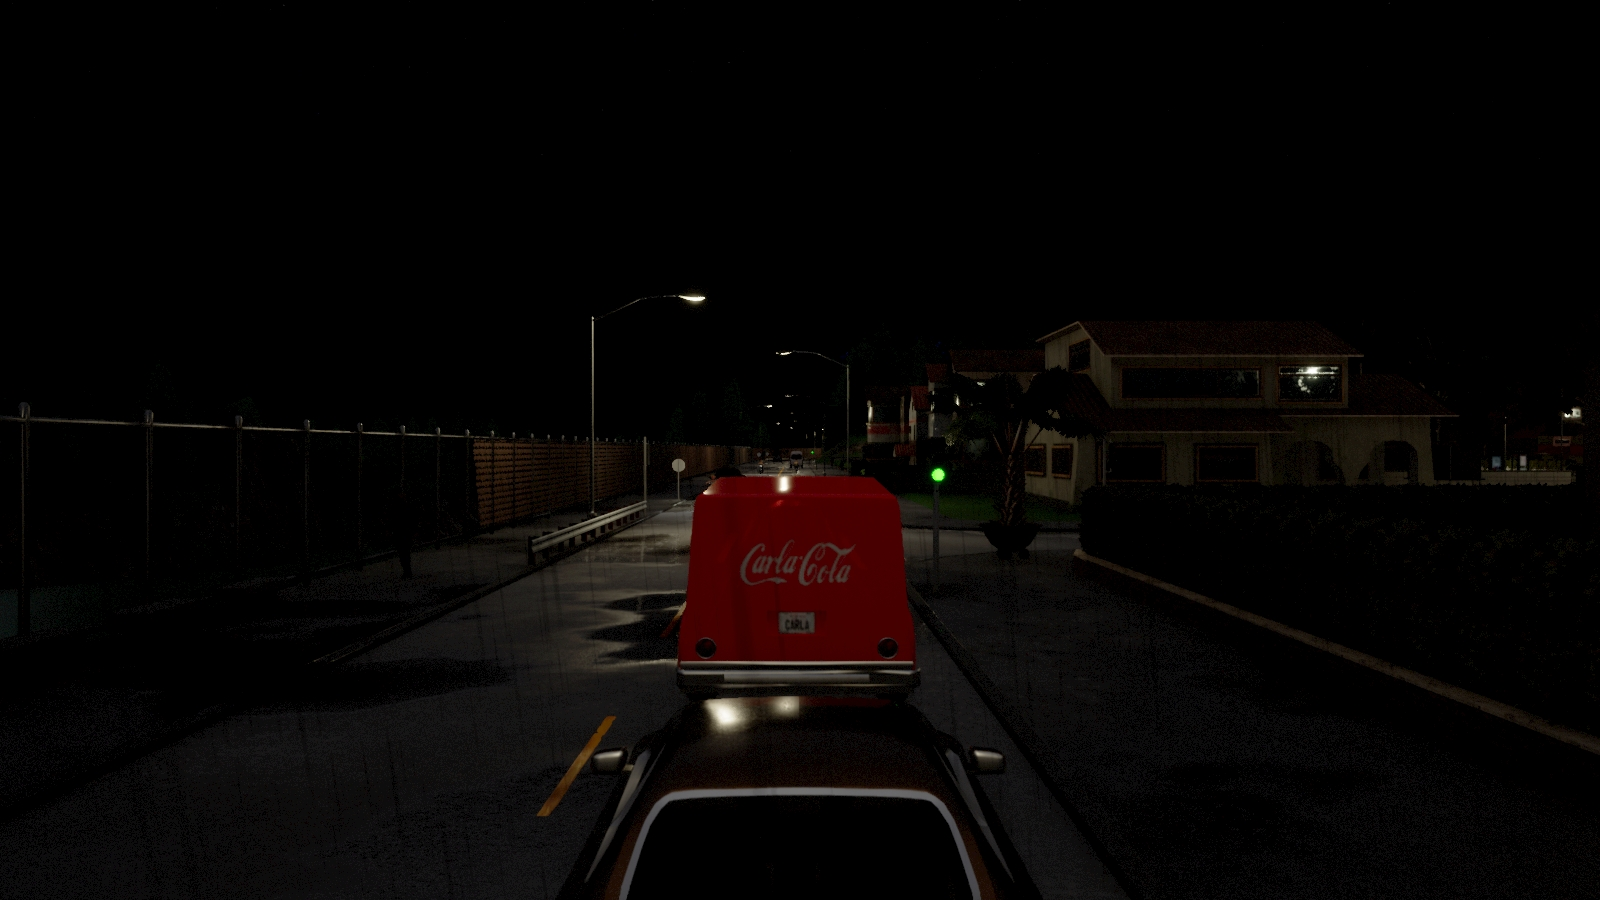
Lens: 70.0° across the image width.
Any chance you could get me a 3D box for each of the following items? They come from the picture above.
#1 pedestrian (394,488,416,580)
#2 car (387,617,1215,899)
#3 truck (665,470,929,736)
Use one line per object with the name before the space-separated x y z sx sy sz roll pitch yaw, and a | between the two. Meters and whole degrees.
pedestrian | -8.203 1.736 23.724 0.375 1.860 0.375 0 0 -7
car | -0.006 1.990 5.414 2.152 1.651 5.027 0 0 0
truck | -0.032 1.578 14.012 2.627 2.467 5.204 0 1 0
